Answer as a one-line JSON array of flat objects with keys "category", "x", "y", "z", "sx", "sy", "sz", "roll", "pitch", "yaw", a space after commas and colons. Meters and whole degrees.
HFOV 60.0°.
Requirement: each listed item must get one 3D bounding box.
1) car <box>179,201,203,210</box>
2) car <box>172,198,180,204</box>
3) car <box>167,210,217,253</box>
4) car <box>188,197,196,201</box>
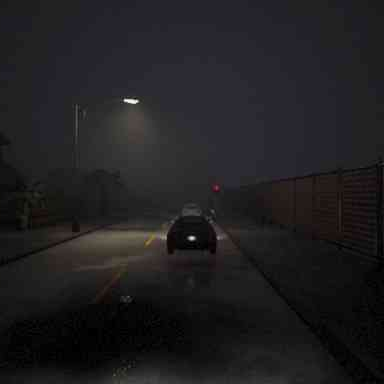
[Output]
[{"category": "car", "x": -0.003, "y": 1.806, "z": 29.393, "sx": 1.812, "sy": 1.442, "sz": 4.674, "roll": 0, "pitch": 0, "yaw": 0}, {"category": "car", "x": -4.050, "y": 2.307, "z": 84.956, "sx": 1.837, "sy": 1.490, "sz": 4.892, "roll": 0, "pitch": -1, "yaw": 0}, {"category": "car", "x": 0.000, "y": 1.701, "z": 14.300, "sx": 1.994, "sy": 1.385, "sz": 4.181, "roll": 0, "pitch": 0, "yaw": 0}, {"category": "car", "x": -0.051, "y": 2.322, "z": 86.814, "sx": 1.812, "sy": 1.442, "sz": 4.674, "roll": 0, "pitch": -1, "yaw": 0}]
